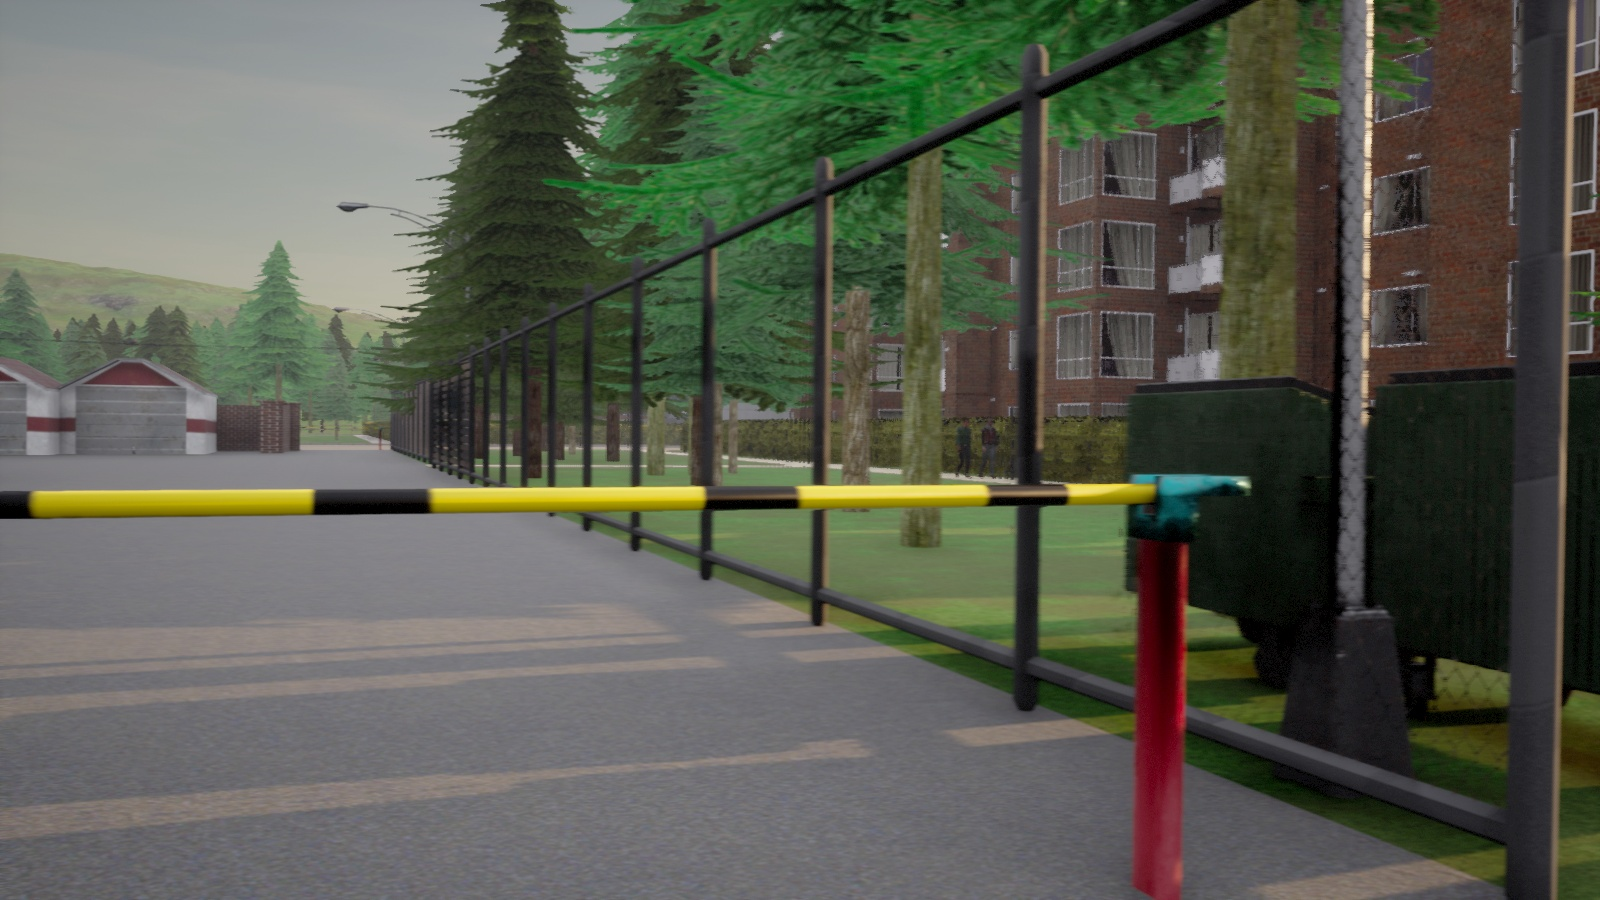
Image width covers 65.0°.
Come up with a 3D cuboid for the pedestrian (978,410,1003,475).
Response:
[{"bbox_3d":[5.514,-0.225,36.368,0.376,1.854,0.720,-1,1,-21],"label":"pedestrian"}]

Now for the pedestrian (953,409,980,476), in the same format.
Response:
[{"bbox_3d":[4.841,-0.220,36.548,0.423,1.949,0.788,-1,1,-21],"label":"pedestrian"}]
